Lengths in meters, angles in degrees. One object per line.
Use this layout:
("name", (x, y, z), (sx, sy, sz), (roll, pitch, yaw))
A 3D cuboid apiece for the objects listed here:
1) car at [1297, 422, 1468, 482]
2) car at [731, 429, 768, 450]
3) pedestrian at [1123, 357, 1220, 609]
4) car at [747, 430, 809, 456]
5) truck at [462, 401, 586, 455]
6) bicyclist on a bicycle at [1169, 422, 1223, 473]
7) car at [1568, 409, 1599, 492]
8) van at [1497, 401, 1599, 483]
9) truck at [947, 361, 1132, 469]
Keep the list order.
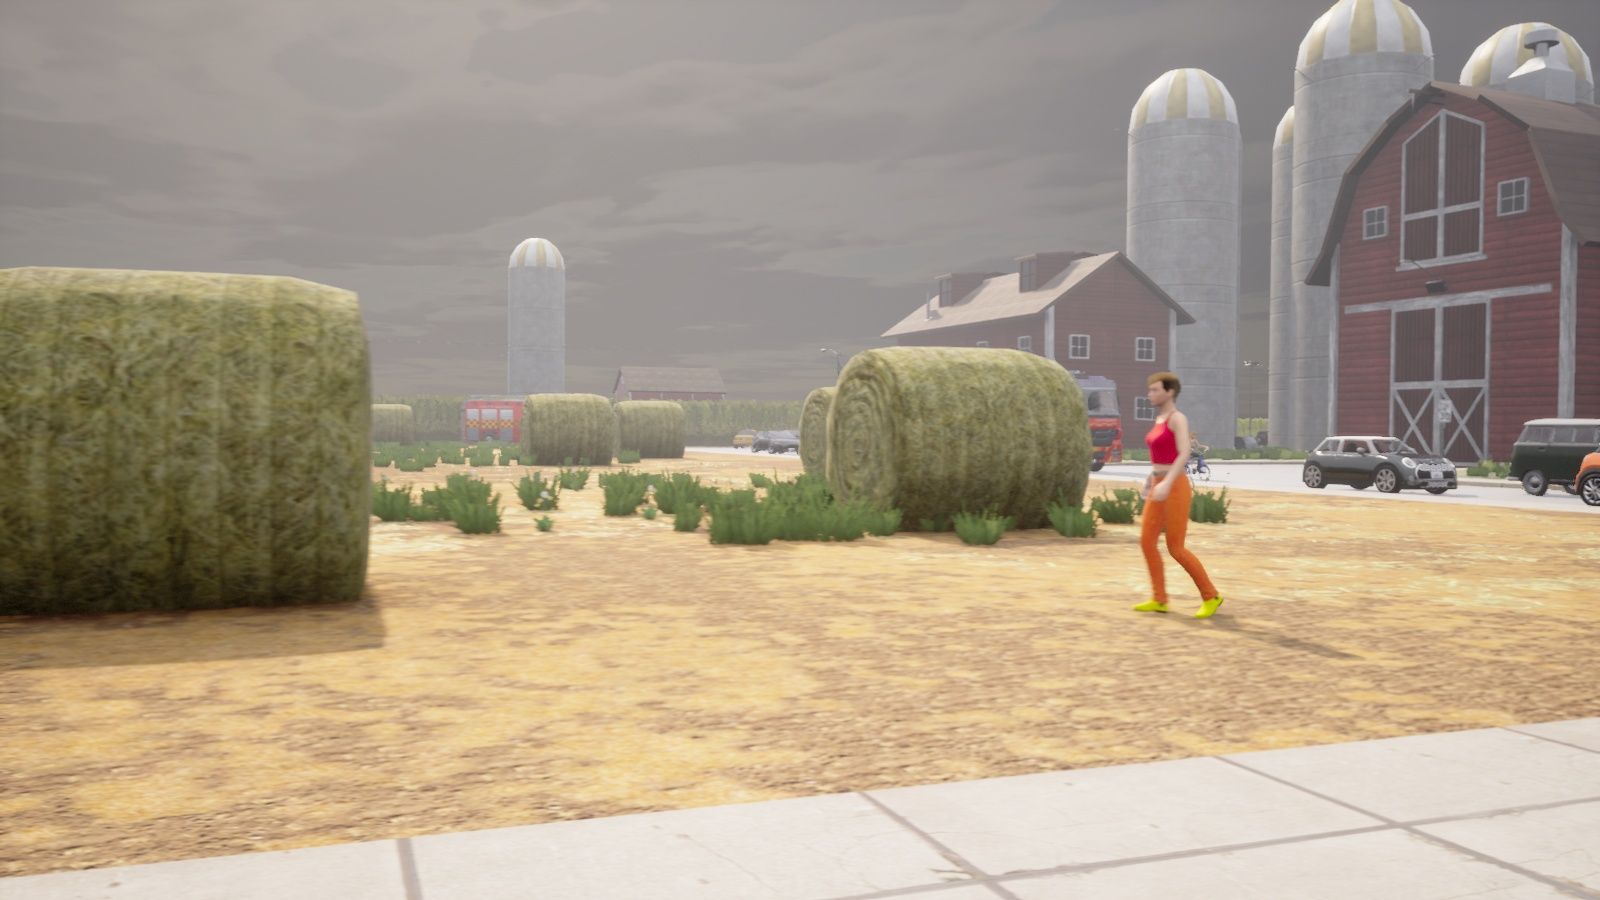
("car", (15.372, 0.018, 33.344), (1.970, 1.475, 3.806), (-1, 1, -22))
("car", (-3.786, -0.800, 95.273), (1.801, 1.575, 5.366), (0, 1, 8))
("pedestrian", (2.772, 0.238, 9.380), (0.594, 1.836, 0.345), (-1, 1, -6))
("car", (-1.350, -0.445, 75.077), (2.163, 1.488, 4.792), (-1, 1, -22))
("truck", (-20.222, -1.651, 92.074), (8.468, 3.827, 2.891), (-1, 1, -21))
("bicyclist on a bicycle", (12.639, -0.091, 40.144), (0.866, 1.612, 1.509), (-1, 1, -22))
("car", (18.498, 0.000, 25.538), (2.097, 1.767, 4.553), (-1, 1, -22))
("van", (19.973, -0.209, 31.259), (1.775, 1.987, 4.442), (-1, 1, -22))
("truck", (9.089, -1.317, 48.963), (2.891, 3.827, 8.468), (-2, 1, -22))
